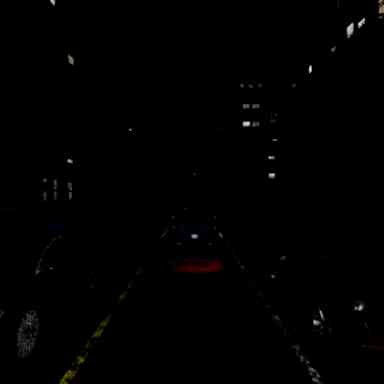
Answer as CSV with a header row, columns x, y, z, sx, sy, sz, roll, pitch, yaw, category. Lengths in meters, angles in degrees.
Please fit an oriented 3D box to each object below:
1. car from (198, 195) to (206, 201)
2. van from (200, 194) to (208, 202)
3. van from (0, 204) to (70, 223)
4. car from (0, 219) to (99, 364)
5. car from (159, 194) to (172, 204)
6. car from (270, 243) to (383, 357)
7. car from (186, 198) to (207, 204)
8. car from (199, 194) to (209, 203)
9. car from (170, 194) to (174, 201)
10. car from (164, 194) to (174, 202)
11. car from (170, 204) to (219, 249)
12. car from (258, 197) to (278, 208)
x,y,z,sx,sy,sz,roll,pitch,yaw,category
2.705,1.566,89.283,1.967,1.590,4.097,0,0,0,car
2.704,1.439,78.023,1.690,1.788,3.998,0,0,0,van
-5.683,1.346,11.713,1.690,1.788,3.998,0,0,0,van
-3.098,1.493,5.949,2.128,1.511,4.902,0,0,0,car
-5.678,1.640,66.763,1.947,1.339,4.313,0,0,0,car
2.696,1.568,6.052,1.947,1.339,4.313,0,0,0,car
0.105,1.583,31.505,1.994,1.385,4.181,0,0,0,car
2.703,1.630,72.392,1.887,1.381,4.507,0,0,0,car
-5.676,1.623,77.854,1.752,1.417,4.829,0,0,0,car
-5.676,1.427,83.655,2.192,1.841,5.009,0,0,0,car
0.101,1.484,14.590,1.882,1.535,5.008,0,-1,0,car
13.474,1.649,54.438,5.009,1.841,2.192,1,-1,-1,car
